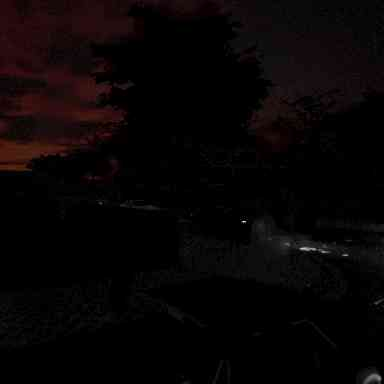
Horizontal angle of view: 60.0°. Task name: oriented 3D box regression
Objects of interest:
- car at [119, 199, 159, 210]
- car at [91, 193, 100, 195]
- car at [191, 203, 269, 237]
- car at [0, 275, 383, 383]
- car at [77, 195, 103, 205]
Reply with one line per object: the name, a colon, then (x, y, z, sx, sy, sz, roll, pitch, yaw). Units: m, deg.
car: (-4.278, 1.330, 26.370, 1.812, 1.442, 4.674, -1, 1, -34)
car: (-25.860, 0.950, 89.982, 2.097, 1.767, 4.553, -1, 0, 5)
car: (1.839, 1.372, 17.550, 2.128, 1.511, 4.902, -1, 1, -35)
car: (-0.031, 1.600, 2.924, 4.718, 1.301, 1.895, 0, 0, -35)
car: (-11.546, 1.323, 36.893, 1.895, 1.301, 4.718, -1, 1, -34)
